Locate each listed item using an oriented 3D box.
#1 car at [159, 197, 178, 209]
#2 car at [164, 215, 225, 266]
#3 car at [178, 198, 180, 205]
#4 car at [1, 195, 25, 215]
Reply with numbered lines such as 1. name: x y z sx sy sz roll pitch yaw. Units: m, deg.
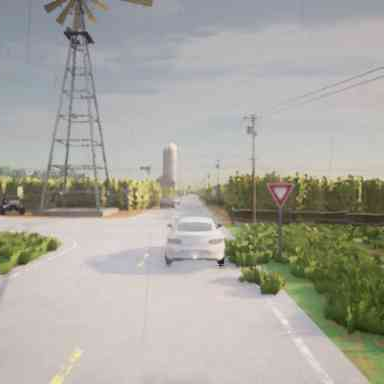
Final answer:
1. car: -3.277 1.499 44.966 1.882 1.535 5.008 0 0 0
2. car: 0.091 1.532 11.473 1.812 1.442 4.674 0 0 0
3. car: -3.239 1.555 60.043 1.812 1.442 4.674 0 0 1
4. car: -17.218 1.234 31.953 1.905 1.878 3.866 0 0 -31
